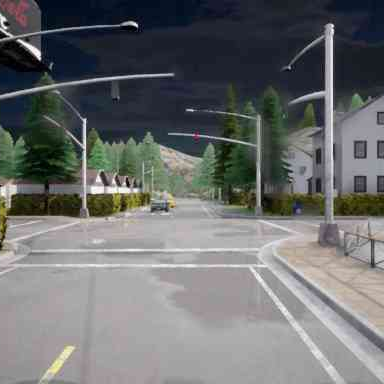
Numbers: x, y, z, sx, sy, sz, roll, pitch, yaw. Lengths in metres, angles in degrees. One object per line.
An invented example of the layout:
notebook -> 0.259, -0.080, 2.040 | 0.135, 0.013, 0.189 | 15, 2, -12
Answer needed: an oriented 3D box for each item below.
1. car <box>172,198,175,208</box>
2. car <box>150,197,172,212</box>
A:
car -> -3.601, 1.478, 48.640 | 1.882, 1.535, 5.008 | 0, 0, 0
car -> -3.595, 1.526, 38.168 | 1.812, 1.442, 4.674 | 0, 0, 0
